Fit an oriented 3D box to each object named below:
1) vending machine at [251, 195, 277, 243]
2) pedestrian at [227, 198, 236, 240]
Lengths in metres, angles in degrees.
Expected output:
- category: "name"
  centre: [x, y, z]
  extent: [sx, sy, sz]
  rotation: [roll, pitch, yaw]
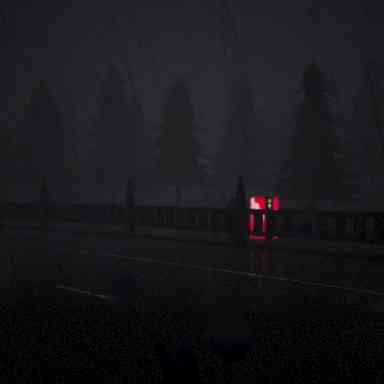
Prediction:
- category: "vending machine"
  centre: [3.308, 1.195, 15.253]
  extent: [0.880, 2.100, 1.100]
  rotation: [0, 0, 32]
- category: "pedestrian"
  centre: [1.768, 1.141, 14.486]
  extent: [0.375, 1.860, 0.375]
  rotation: [0, 0, 31]
